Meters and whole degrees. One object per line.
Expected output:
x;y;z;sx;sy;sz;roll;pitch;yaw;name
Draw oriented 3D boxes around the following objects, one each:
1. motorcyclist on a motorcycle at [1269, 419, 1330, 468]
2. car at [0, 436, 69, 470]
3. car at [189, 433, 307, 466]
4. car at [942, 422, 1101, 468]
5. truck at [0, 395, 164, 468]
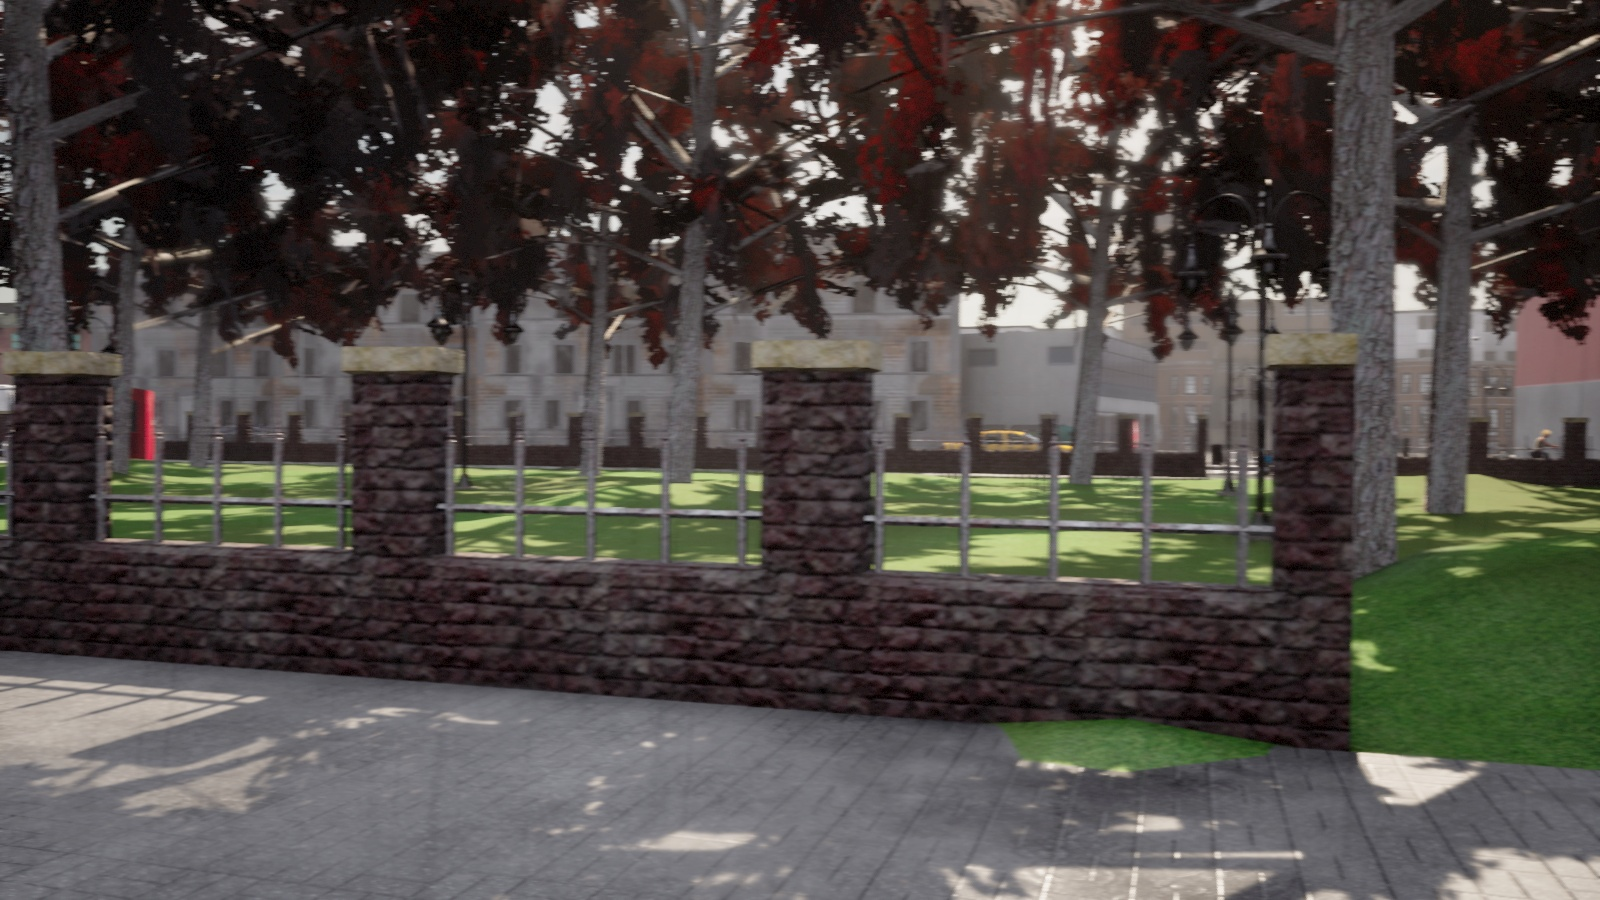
16.703;-0.213;42.005;1.817;1.590;0.866;-1;1;17;motorcyclist on a motorcycle
-36.289;0.136;58.248;3.705;1.549;1.789;-1;1;1;car
-26.143;-0.023;59.543;4.902;1.511;2.128;0;1;18;car
7.891;-0.174;44.760;5.366;1.575;1.801;0;1;17;car
-36.093;-0.897;62.396;7.936;3.462;2.891;0;1;13;truck
